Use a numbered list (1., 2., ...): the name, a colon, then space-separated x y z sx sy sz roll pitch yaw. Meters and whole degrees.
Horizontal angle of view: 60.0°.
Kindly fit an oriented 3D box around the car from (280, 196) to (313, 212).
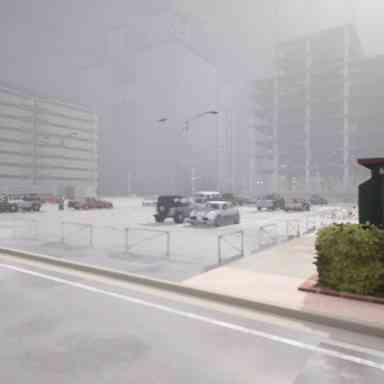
1. car: 11.214 1.332 35.608 1.784 1.438 3.905 0 0 34

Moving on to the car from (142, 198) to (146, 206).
1. car: -5.206 1.307 46.661 1.970 1.475 3.806 0 0 34

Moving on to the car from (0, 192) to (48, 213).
1. car: -17.221 1.060 33.698 1.905 1.878 3.866 0 0 34

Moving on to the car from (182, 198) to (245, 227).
1. car: 1.457 1.364 21.120 1.970 1.475 3.806 0 0 34

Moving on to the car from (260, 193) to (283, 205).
1. car: 12.676 1.096 52.870 1.932 1.855 4.605 0 0 34

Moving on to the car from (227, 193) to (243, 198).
1. car: 8.024 1.322 55.951 1.970 1.475 3.806 0 0 34

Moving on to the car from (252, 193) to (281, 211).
1. car: 8.850 1.113 37.281 1.932 1.855 4.605 0 0 34

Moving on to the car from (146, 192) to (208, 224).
1. car: -0.936 1.117 22.749 1.905 1.878 3.866 0 0 34

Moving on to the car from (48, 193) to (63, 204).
1. car: -23.885 1.076 54.192 2.150 2.045 5.566 0 0 34

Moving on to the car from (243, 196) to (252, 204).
1. car: 10.423 1.299 54.330 1.784 1.438 3.905 0 0 34
